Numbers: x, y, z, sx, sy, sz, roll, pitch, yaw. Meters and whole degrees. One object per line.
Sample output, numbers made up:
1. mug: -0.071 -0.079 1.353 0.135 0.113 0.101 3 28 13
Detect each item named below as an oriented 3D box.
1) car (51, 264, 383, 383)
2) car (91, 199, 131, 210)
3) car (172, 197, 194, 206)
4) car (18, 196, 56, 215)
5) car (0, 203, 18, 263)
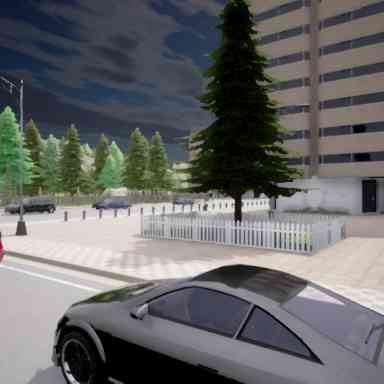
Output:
1. car: 0.306 1.563 3.774 4.181 1.385 1.994 0 0 35
2. car: -10.113 1.534 42.220 2.033 1.411 5.357 0 0 36
3. car: -1.458 1.551 54.314 1.994 1.385 4.181 0 0 36
4. car: -16.246 1.339 33.606 2.097 1.767 4.553 0 0 35
5. car: -7.383 1.217 9.206 5.566 2.045 2.150 0 0 36
